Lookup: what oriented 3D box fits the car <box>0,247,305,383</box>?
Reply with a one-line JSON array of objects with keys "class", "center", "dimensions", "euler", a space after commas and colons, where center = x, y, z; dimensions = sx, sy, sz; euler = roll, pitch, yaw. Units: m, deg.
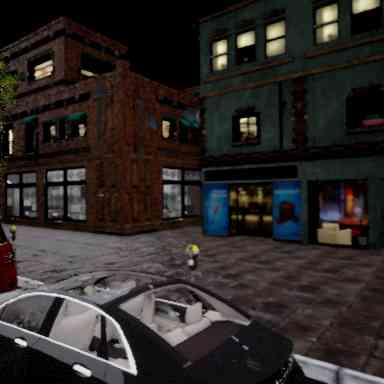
[{"class": "car", "center": [-1.074, 1.559, 3.651], "dimensions": [4.403, 1.369, 2.008], "euler": [0, -1, 36]}]

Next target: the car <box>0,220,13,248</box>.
[{"class": "car", "center": [-5.586, 1.339, 6.874], "dimensions": [5.009, 1.841, 2.192], "euler": [0, -1, 36]}]
